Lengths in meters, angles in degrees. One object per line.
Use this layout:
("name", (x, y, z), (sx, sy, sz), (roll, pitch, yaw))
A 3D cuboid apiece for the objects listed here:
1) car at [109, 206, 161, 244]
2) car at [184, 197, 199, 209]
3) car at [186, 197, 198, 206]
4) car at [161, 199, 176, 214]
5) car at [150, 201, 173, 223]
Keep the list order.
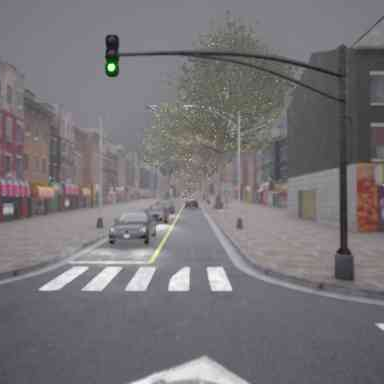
("car", (-2.860, 1.682, 16.885), (1.812, 1.442, 4.674), (0, 0, 0))
("car", (-0.035, 1.562, 46.832), (1.882, 1.535, 5.008), (0, 0, 0))
("car", (-0.044, 1.615, 57.255), (1.994, 1.385, 4.181), (0, 0, 0))
("car", (-2.867, 1.620, 37.189), (1.837, 1.490, 4.892), (0, 0, 0))
("car", (-2.868, 1.720, 26.904), (1.994, 1.385, 4.181), (0, 0, 0))
